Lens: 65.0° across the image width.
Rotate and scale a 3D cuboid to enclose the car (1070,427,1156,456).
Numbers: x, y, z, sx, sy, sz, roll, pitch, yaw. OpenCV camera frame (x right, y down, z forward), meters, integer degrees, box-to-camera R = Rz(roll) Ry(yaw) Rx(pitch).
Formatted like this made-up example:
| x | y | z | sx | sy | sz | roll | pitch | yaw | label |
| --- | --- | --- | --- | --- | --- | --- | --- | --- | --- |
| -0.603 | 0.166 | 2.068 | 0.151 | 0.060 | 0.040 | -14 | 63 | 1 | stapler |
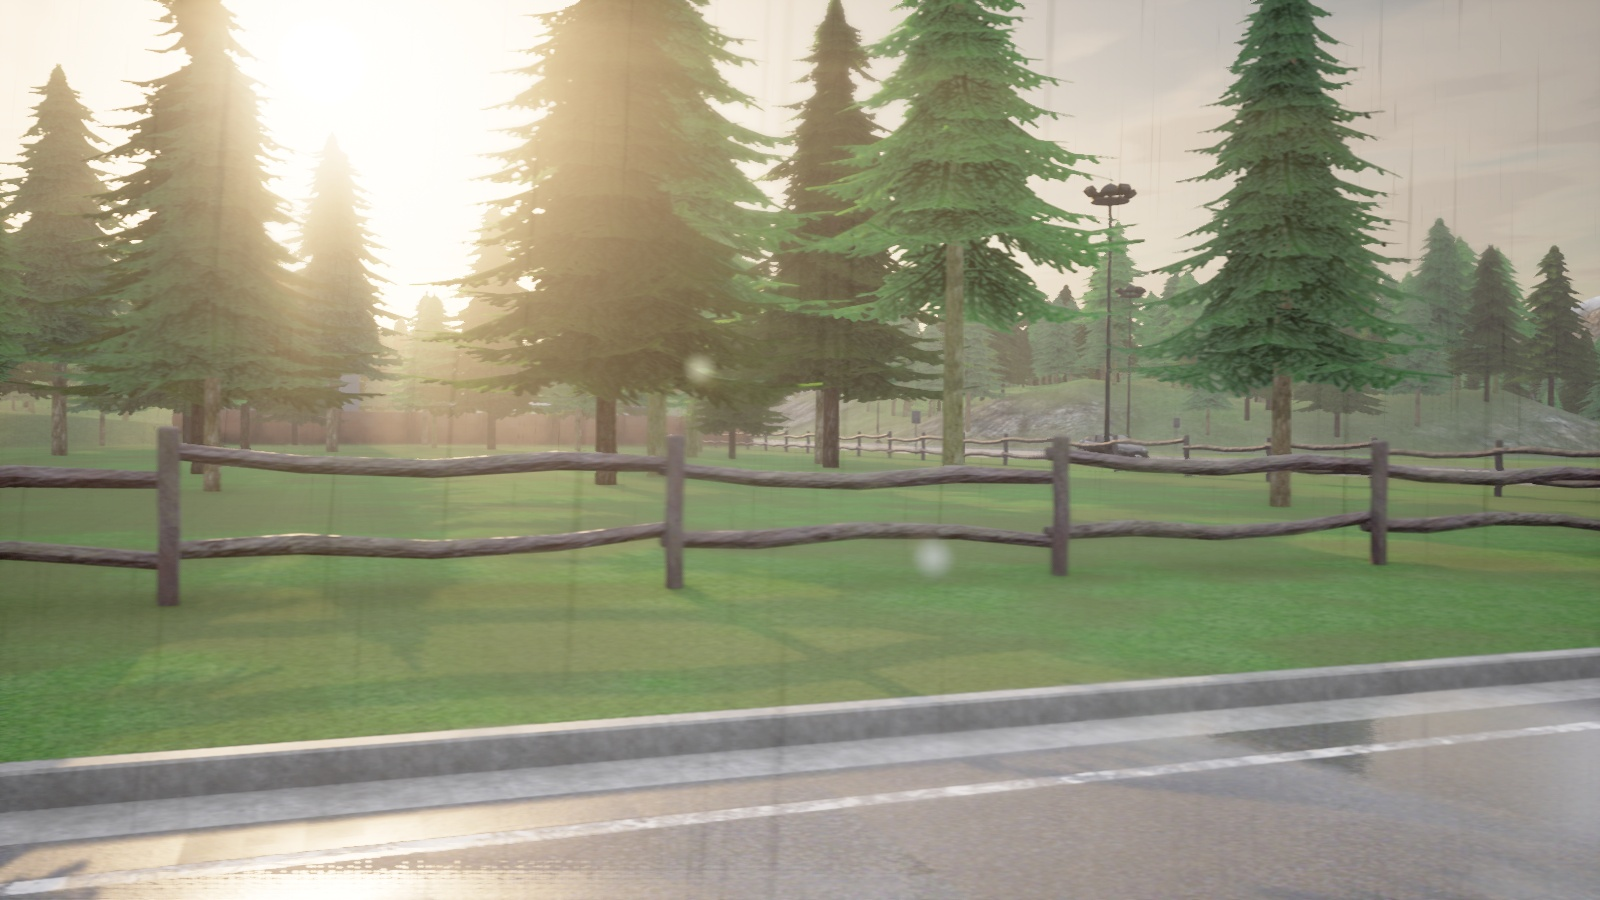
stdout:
| x | y | z | sx | sy | sz | roll | pitch | yaw | label |
| --- | --- | --- | --- | --- | --- | --- | --- | --- | --- |
| 16.712 | -0.478 | 67.298 | 2.163 | 1.488 | 4.792 | -1 | 1 | -20 | car |
